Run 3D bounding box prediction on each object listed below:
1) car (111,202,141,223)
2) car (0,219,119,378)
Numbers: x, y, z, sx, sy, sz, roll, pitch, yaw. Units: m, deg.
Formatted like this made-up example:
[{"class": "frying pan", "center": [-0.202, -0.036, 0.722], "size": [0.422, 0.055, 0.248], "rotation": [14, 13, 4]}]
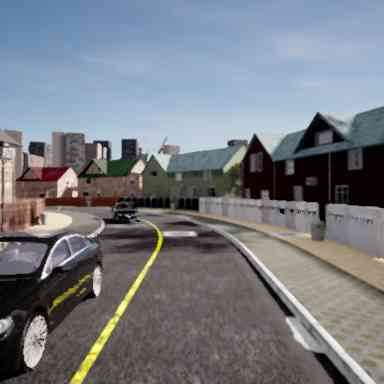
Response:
[{"class": "car", "center": [-5.133, 1.541, 25.656], "size": [1.837, 1.490, 4.892], "rotation": [0, -1, -18]}, {"class": "car", "center": [-2.890, 1.475, 5.682], "size": [2.128, 1.511, 4.902], "rotation": [0, 0, -1]}]
